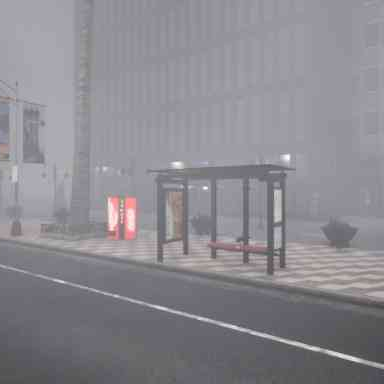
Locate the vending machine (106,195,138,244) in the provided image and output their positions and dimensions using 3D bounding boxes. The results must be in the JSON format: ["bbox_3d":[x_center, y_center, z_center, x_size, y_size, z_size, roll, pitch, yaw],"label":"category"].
[{"bbox_3d":[-3.178,1.195,15.172,0.880,2.100,1.100,0,0,35],"label":"vending machine"}]
